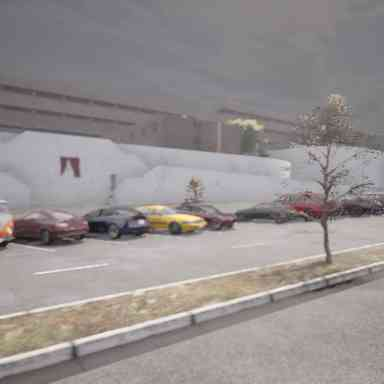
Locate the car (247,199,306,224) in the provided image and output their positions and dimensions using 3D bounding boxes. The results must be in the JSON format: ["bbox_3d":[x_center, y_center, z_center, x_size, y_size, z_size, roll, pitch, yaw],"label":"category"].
[{"bbox_3d":[5.423,1.454,24.148,4.674,1.452,2.002,-1,0,35],"label":"car"}]

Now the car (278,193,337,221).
[{"bbox_3d":[7.821,1.136,25.898,5.566,2.045,2.435,-1,0,35],"label":"car"}]

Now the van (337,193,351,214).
[{"bbox_3d":[10.378,1.126,27.554,4.442,1.987,1.878,-1,-1,35],"label":"van"}]

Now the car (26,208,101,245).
[{"bbox_3d":[-6.734,1.532,15.487,4.674,1.452,2.002,-1,0,35],"label":"car"}]

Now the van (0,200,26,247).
[{"bbox_3d":[-9.064,1.269,13.705,4.442,1.987,1.878,-1,-1,35],"label":"van"}]

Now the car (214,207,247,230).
[{"bbox_3d":[0.584,1.489,20.673,4.792,1.488,2.163,-1,-1,35],"label":"car"}]

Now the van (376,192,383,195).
[{"bbox_3d":[17.469,1.031,32.871,4.442,1.987,1.878,-1,0,35],"label":"van"}]

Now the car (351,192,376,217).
[{"bbox_3d":[12.734,1.069,29.335,5.566,2.045,2.435,-1,-1,35],"label":"car"}]

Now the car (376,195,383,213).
[{"bbox_3d":[15.145,1.289,31.071,4.892,1.521,2.231,-1,0,35],"label":"car"}]

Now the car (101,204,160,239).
[{"bbox_3d":[-4.331,1.519,17.238,4.792,1.488,2.163,-1,-1,35],"label":"car"}]

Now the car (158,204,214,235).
[{"bbox_3d":[-1.716,1.470,18.857,5.366,1.575,1.946,-1,-1,35],"label":"car"}]
